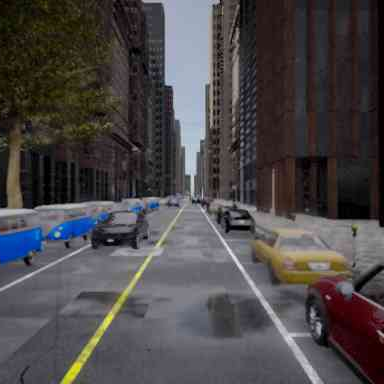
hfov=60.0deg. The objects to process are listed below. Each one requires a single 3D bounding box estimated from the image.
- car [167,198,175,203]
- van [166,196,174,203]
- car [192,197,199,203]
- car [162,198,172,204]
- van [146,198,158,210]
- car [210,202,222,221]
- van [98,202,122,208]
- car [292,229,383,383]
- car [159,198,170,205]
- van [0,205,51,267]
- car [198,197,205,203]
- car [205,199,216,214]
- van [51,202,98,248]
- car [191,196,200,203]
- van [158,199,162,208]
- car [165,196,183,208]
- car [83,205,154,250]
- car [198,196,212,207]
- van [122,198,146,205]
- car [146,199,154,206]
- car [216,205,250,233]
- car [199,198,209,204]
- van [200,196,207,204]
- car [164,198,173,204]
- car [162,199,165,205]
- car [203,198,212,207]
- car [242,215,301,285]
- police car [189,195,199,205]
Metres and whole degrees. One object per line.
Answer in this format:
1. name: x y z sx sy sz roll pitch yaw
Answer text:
1. car: -5.773 2.260 93.632 2.008 1.369 4.403 0 0 0
2. van: -5.772 2.005 88.016 1.690 1.788 3.998 0 0 0
3. car: 0.890 2.195 91.157 1.837 1.490 4.892 0 0 0
4. car: -5.771 2.118 76.778 1.887 1.381 4.507 0 0 0
5. van: -5.766 1.653 43.070 1.690 1.788 3.998 0 0 0
6. car: 2.761 1.754 26.222 1.947 1.339 4.313 0 0 0
7. van: -5.763 1.488 20.598 1.690 1.788 3.998 0 0 0
8. car: 2.764 1.467 3.749 1.967 1.590 4.097 0 0 0
9. car: -5.770 2.079 71.166 2.008 1.369 4.403 0 0 0
10. van: -5.762 1.408 9.361 1.690 1.788 3.998 0 0 0
11. car: 2.752 2.237 93.816 1.752 1.417 4.829 0 0 0
12. car: 2.759 1.797 37.630 1.752 1.417 4.829 0 0 0
13. van: -5.763 1.447 14.979 1.690 1.788 3.998 0 0 0
14. car: 0.890 1.992 85.128 2.097 1.767 4.553 0 0 0
15. van: -5.767 1.695 48.689 1.690 1.788 3.998 0 0 0
16. car: -3.067 1.888 56.179 1.882 1.535 5.008 0 0 0
17. car: -3.102 1.585 15.150 1.882 1.535 5.008 0 0 0
18. car: 2.757 1.755 59.937 2.192 1.841 5.009 0 0 0
19. van: -5.765 1.570 31.834 1.690 1.788 3.998 0 0 0
20. car: -5.766 1.815 37.451 1.887 1.381 4.507 0 0 0
21. car: 2.761 1.713 20.604 1.947 1.339 4.313 0 0 0
22. car: 2.754 2.124 76.790 2.008 1.369 4.403 0 0 0
23. van: 2.754 1.960 82.410 1.690 1.788 3.998 0 0 0
24. car: -5.771 2.163 82.396 1.887 1.381 4.507 0 0 0
25. car: -5.769 2.007 65.372 1.752 1.417 4.829 0 0 0
26. car: 2.759 1.878 43.078 1.947 1.339 4.313 0 0 0
27. car: 2.763 1.593 9.537 1.752 1.417 4.829 0 0 0
28. police car: 0.892 1.986 75.268 1.930 1.638 5.238 0 0 0
